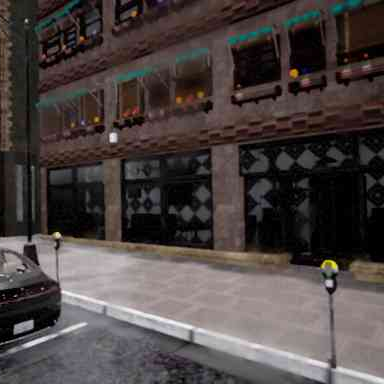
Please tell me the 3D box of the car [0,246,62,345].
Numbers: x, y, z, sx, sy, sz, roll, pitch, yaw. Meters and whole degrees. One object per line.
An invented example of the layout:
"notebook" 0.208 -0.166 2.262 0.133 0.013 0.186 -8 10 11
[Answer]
"car" -4.048 1.613 5.778 4.403 1.369 2.008 -1 -1 36
